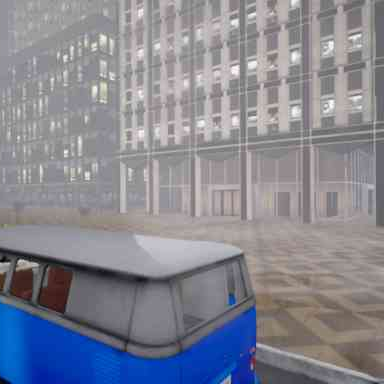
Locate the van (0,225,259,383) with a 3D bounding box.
[{"bbox_3d":[-1.254,1.341,3.775,3.998,1.788,1.690,0,0,35],"label":"van"}]
